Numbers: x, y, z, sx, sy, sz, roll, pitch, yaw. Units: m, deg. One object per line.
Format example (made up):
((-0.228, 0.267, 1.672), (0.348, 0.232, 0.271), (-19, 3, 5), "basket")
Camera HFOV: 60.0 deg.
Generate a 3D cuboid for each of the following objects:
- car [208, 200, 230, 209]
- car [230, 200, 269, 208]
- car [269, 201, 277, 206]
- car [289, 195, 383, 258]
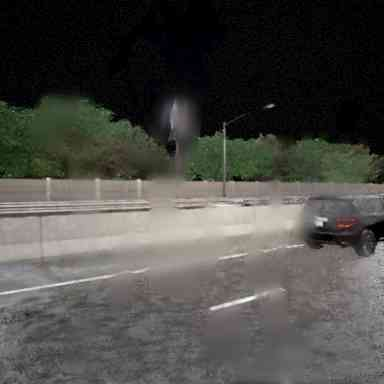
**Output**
((3.841, 1.427, 32.521), (4.718, 1.301, 1.895), (0, 0, -35), "car")
((5.869, 1.391, 29.666), (4.181, 1.385, 1.994), (0, 0, -35), "car")
((8.889, 1.420, 27.522), (4.718, 1.301, 1.895), (0, 0, -35), "car")
((6.390, 1.120, 12.600), (5.566, 2.045, 2.150), (-1, 0, -36), "car")
